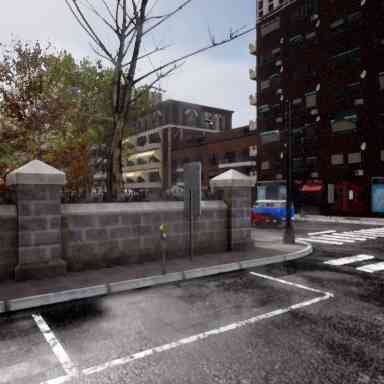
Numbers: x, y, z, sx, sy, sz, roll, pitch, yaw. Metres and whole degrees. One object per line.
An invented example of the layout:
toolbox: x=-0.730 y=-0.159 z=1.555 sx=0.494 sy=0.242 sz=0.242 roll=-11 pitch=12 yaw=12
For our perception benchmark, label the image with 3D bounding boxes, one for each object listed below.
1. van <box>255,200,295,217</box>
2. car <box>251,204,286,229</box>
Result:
van: x=7.312 y=1.640 z=30.184 sx=1.690 sy=1.788 sz=3.998 roll=-1 pitch=0 yaw=-36
car: x=4.459 y=1.831 z=24.268 sx=1.994 sy=1.385 sz=4.181 roll=0 pitch=-1 yaw=-36
